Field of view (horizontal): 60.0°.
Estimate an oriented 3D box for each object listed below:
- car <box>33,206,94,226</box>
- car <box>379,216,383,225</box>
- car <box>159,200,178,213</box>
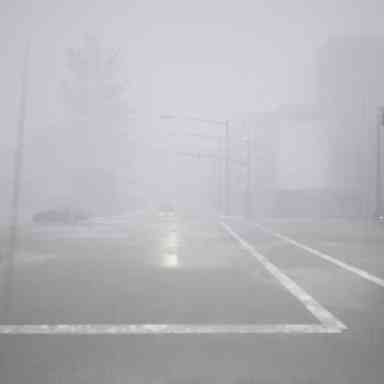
[{"bbox_3d":[-10.252,1.846,26.468,4.902,1.511,2.128,0,1,15],"label":"car"},{"bbox_3d":[16.433,2.057,24.409,4.718,1.301,1.895,1,-1,-1],"label":"car"},{"bbox_3d":[-3.476,2.139,46.097,2.033,1.411,5.357,0,-1,0],"label":"car"}]
